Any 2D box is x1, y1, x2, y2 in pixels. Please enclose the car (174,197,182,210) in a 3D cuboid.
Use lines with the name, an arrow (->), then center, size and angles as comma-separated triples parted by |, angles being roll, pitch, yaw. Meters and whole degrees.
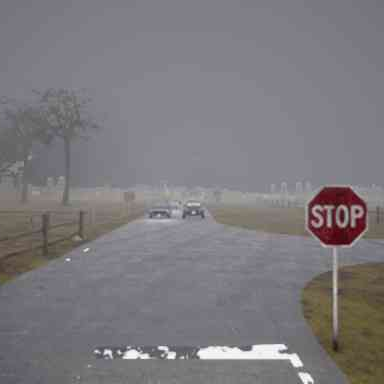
car -> -2.789, 1.678, 45.053 | 1.895, 1.301, 4.718 | 0, 0, 0

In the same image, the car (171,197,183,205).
car -> -2.712, 1.650, 61.289 | 1.837, 1.490, 4.892 | 0, -1, 1

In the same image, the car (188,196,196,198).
car -> 0.080, 1.494, 60.916 | 2.097, 1.767, 4.553 | 0, 0, 0

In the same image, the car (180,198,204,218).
car -> 0.139, 1.558, 30.414 | 1.812, 1.442, 4.674 | 0, 0, 0

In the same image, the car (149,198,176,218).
car -> -2.784, 1.580, 30.407 | 2.033, 1.411, 5.357 | 0, 0, -1
